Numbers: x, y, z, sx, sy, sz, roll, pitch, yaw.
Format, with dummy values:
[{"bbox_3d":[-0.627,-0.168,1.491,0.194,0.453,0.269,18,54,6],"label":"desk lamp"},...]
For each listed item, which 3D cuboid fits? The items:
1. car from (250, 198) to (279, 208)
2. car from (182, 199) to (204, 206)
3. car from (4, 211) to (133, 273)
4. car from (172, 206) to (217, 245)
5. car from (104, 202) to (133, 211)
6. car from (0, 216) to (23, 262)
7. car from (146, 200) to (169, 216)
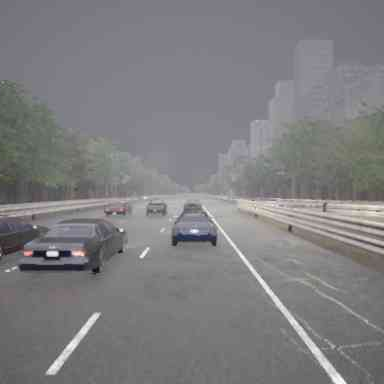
[{"bbox_3d":[9.829,1.568,45.571,2.128,1.511,4.902,0,0,-23],"label":"car"},{"bbox_3d":[0.102,1.515,33.161,1.837,1.490,4.892,0,0,0],"label":"car"},{"bbox_3d":[-3.401,1.550,10.591,2.033,1.411,5.357,0,0,0],"label":"car"},{"bbox_3d":[0.100,1.568,15.577,1.994,1.385,4.181,0,0,0],"label":"car"},{"bbox_3d":[-6.899,1.610,31.810,1.895,1.301,4.718,0,0,0],"label":"car"},{"bbox_3d":[-6.902,1.550,11.622,2.033,1.411,5.357,0,0,0],"label":"car"},{"bbox_3d":[-3.398,1.501,33.081,2.128,1.511,4.902,0,0,0],"label":"car"}]
